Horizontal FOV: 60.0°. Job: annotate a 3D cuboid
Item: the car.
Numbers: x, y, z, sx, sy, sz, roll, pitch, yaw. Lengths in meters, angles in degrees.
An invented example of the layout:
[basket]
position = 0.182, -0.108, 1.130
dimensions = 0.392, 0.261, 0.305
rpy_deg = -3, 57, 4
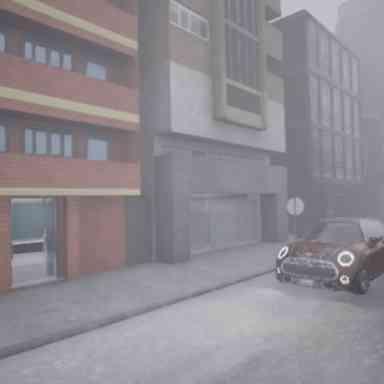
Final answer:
[car]
position = 4.253, 1.562, 9.503
dimensions = 2.097, 1.767, 4.553
rpy_deg = -3, -2, 44
